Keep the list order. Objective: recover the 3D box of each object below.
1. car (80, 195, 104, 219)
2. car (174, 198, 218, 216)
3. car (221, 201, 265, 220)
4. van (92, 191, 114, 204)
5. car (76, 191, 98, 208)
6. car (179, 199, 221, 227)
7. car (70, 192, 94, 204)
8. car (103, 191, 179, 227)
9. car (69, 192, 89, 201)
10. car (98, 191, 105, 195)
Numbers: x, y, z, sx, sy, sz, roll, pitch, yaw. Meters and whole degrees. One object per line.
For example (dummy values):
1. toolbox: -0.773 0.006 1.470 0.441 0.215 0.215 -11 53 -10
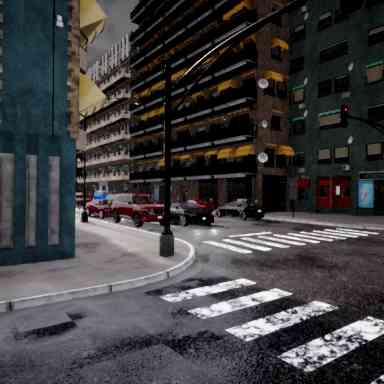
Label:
1. car: -6.515 1.183 24.817 1.887 1.381 4.507 2 0 -36
2. car: 0.292 1.288 29.704 1.802 1.307 4.206 2 0 -36
3. car: 3.562 1.353 25.194 1.947 1.339 4.313 2 0 -36
4. van: -12.780 0.726 47.745 1.690 1.788 3.998 2 0 -36
5. car: -12.519 0.937 37.517 1.882 1.535 5.008 1 1 -36
6. car: -0.460 1.321 20.855 1.994 1.385 4.181 1 0 -36
7. car: -15.663 0.823 47.200 1.882 1.535 5.008 1 0 -36
8. car: -3.238 1.034 20.307 2.192 1.841 5.009 2 0 -36
9. car: -19.323 0.769 56.764 1.887 1.381 4.507 2 0 -36
10. car: -6.048 0.971 28.573 2.097 1.767 4.553 1 0 -36
